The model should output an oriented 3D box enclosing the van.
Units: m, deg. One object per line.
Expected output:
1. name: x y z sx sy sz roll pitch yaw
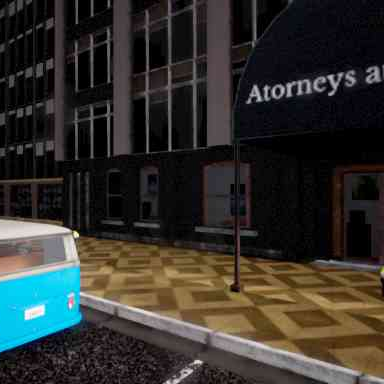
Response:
1. van: -3.561 1.341 5.438 3.998 1.788 1.690 0 0 36
